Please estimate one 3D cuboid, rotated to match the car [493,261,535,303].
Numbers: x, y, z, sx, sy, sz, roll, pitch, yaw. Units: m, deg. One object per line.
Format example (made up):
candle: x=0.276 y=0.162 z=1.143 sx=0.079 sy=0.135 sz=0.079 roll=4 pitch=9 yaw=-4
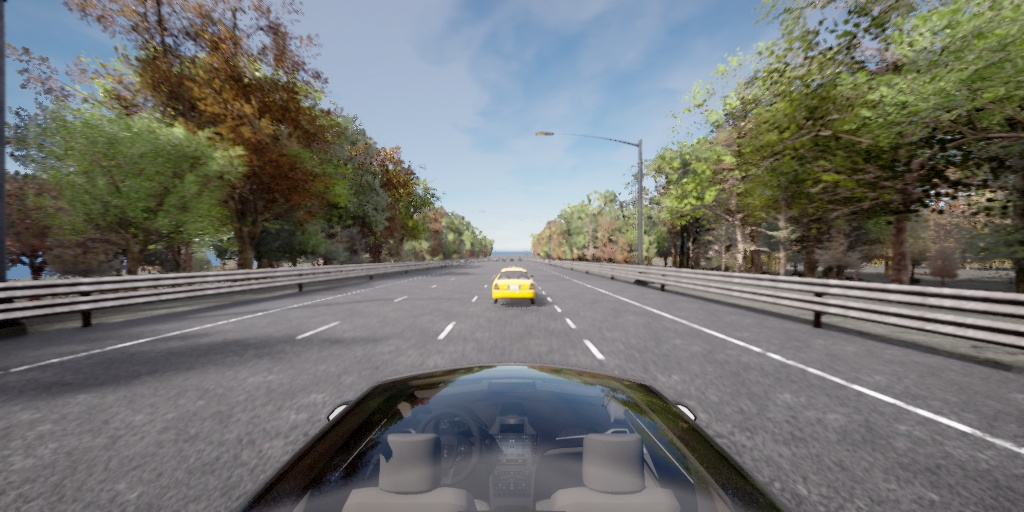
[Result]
car: x=0.070 y=1.209 z=16.607 sx=1.801 sy=1.575 sz=5.366 roll=0 pitch=0 yaw=0
